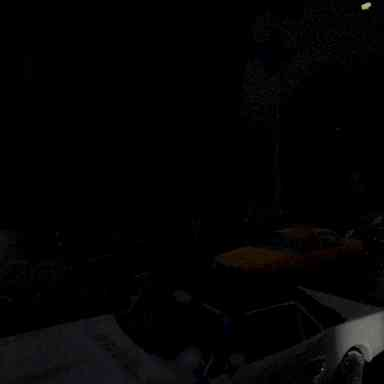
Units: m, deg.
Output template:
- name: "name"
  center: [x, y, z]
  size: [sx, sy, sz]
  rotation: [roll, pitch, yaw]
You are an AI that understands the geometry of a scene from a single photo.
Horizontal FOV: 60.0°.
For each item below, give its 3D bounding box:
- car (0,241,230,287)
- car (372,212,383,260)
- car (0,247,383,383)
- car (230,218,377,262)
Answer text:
- name: "car"
  center: [-1.693, 1.565, 5.444]
  size: [4.313, 1.339, 1.947]
  rotation: [0, 0, -36]
- name: "car"
  center: [7.148, 1.436, 11.777]
  size: [4.097, 1.590, 1.967]
  rotation: [0, 0, -36]
- name: "car"
  center: [0.010, 1.600, 3.375]
  size: [4.718, 1.301, 1.895]
  rotation: [0, 0, -35]
- name: "car"
  center: [2.589, 1.523, 8.512]
  size: [4.829, 1.417, 1.752]
  rotation: [0, 0, -36]
